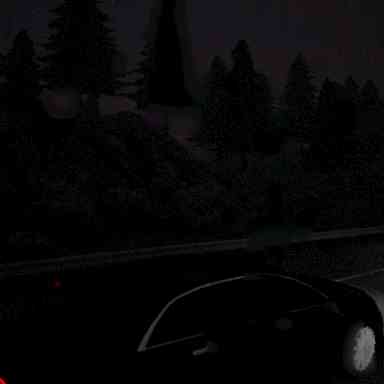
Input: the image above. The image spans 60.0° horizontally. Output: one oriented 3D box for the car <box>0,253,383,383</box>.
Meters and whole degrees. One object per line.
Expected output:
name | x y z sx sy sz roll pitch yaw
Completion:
car | 0.364 1.513 3.930 4.892 1.490 1.837 0 0 -35
